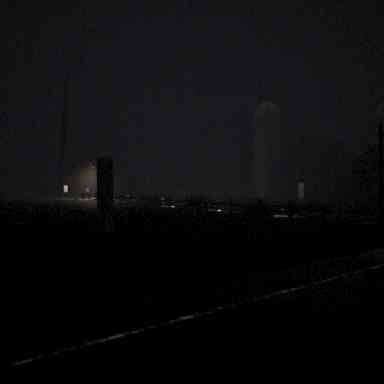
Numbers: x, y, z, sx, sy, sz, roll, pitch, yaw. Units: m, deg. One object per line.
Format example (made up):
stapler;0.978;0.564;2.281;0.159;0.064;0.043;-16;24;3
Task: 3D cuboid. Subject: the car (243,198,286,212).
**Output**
car;6.974;1.326;32.573;1.812;1.442;4.674;-1;1;-35

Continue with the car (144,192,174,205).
car;-4.564;0.965;48.594;2.097;1.767;4.553;-1;1;-36

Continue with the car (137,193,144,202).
car;-7.835;0.850;58.048;2.097;1.767;4.553;-1;1;-35

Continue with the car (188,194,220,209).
car;1.317;1.061;40.416;2.097;1.767;4.553;-1;1;-36

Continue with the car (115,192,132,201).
car;-13.613;0.752;65.995;2.097;1.767;4.553;-1;1;-36
